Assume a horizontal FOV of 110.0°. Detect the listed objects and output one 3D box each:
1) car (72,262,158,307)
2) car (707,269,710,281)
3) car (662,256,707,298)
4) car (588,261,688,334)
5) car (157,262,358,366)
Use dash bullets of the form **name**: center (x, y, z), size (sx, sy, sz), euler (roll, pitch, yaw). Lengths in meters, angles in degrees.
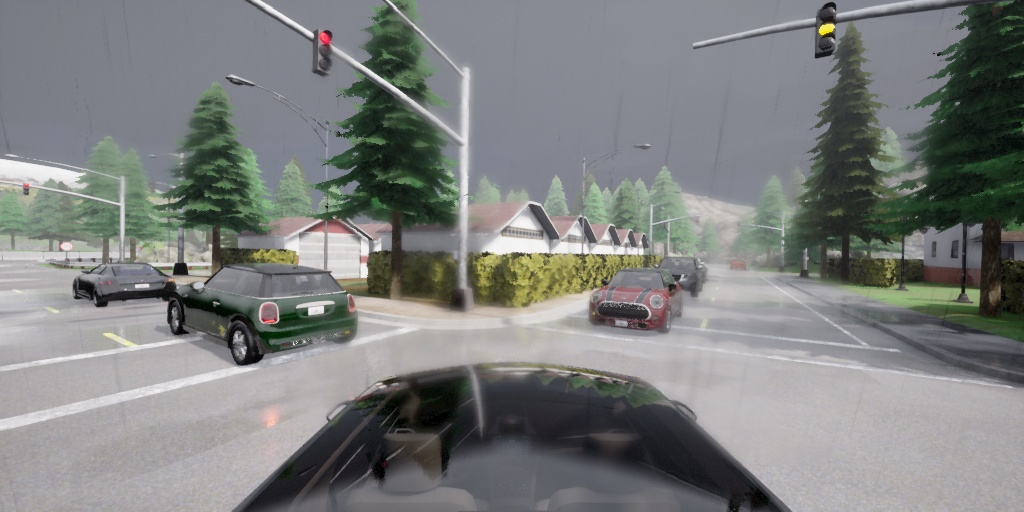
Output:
- **car**: center (-14.104, 0.911, 13.045), size (4.181, 1.385, 1.994), euler (2, 1, 31)
- **car**: center (14.640, 1.338, 28.787), size (1.837, 1.490, 4.892), euler (1, 1, 31)
- **car**: center (9.342, 1.048, 20.036), size (2.150, 2.045, 5.566), euler (1, 1, 31)
- **car**: center (4.033, 1.172, 11.280), size (2.097, 1.767, 4.553), euler (1, 1, 31)
- **car**: center (-5.527, 0.923, 7.888), size (4.553, 1.767, 2.097), euler (4, 2, 31)
